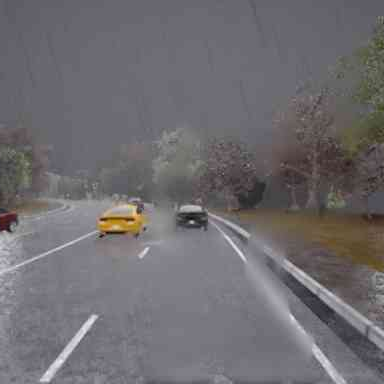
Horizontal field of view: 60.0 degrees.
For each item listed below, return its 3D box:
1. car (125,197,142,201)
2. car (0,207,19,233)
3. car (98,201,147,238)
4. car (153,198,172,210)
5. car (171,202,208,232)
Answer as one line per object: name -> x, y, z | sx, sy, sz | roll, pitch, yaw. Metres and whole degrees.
car -> -7.178, 1.435, 41.105 | 1.837, 1.490, 4.892 | 1, 0, -18
car -> -10.562, 1.442, 16.503 | 1.882, 1.535, 5.008 | 0, 1, 0
car -> -3.529, 1.446, 17.643 | 1.882, 1.535, 5.008 | 0, 0, -1
car -> -3.600, 1.475, 41.358 | 2.128, 1.511, 4.902 | 1, 0, -18
car -> -0.115, 1.449, 20.051 | 1.882, 1.535, 5.008 | 0, 0, -2
